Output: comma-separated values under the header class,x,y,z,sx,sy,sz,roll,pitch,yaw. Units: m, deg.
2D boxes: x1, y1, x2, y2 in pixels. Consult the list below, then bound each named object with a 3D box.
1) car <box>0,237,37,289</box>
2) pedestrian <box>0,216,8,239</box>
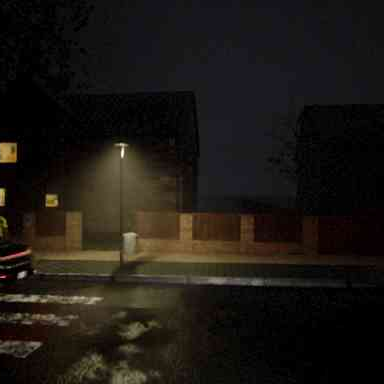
class,x,y,z,sx,sy,sz,roll,pitch,yaw
car,-6.123,1.616,7.584,4.902,1.511,2.128,0,-1,7
pedestrian,-5.485,1.303,9.385,0.375,1.860,0.375,0,-1,7
